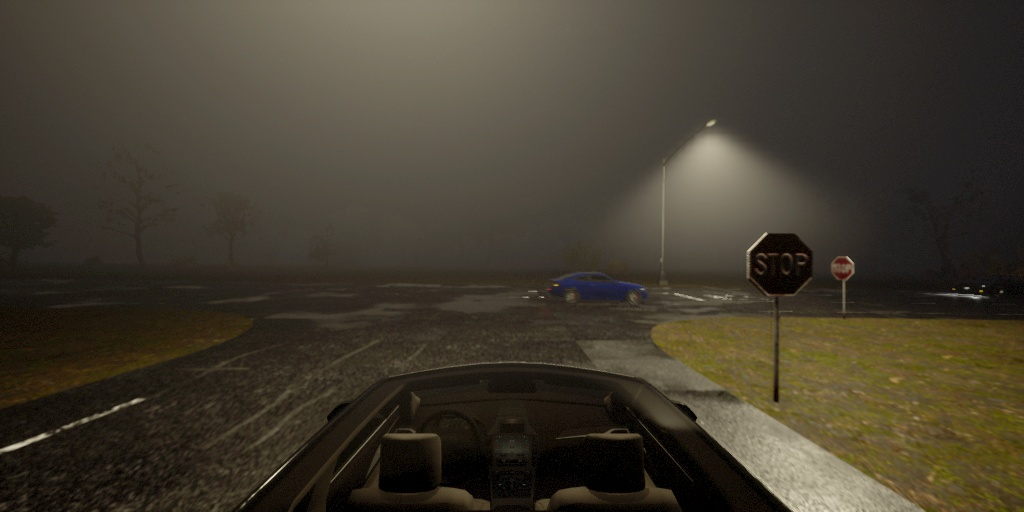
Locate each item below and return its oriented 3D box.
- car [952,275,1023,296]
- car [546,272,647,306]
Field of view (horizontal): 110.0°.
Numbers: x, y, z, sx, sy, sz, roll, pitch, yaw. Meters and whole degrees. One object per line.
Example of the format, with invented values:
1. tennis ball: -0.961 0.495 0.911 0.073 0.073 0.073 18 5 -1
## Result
1. car: 32.278 1.956 23.859 4.181 1.385 1.994 0 0 0
2. car: 3.983 1.487 17.044 4.674 1.442 1.812 1 0 0
